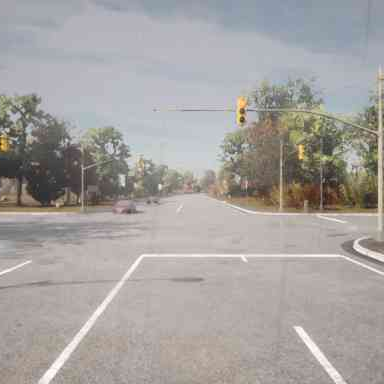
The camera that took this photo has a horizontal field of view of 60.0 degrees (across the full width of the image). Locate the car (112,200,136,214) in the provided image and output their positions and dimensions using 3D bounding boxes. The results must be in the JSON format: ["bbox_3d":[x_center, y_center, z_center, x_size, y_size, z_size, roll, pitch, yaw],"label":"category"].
[{"bbox_3d":[-7.006,1.548,34.776,1.812,1.442,4.674,0,0,0],"label":"car"}]

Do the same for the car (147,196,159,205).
[{"bbox_3d":[-7.000,1.472,59.835,1.812,1.442,4.674,0,0,0],"label":"car"}]
